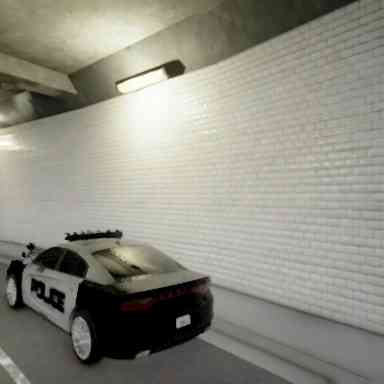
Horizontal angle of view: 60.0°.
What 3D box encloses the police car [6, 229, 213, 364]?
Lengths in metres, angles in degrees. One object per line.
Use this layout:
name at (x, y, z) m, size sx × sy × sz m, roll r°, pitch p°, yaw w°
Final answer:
police car at (-1.929, 1.539, 6.285) m, size 1.930 × 1.638 × 5.238 m, roll 2°, pitch -2°, yaw -45°
